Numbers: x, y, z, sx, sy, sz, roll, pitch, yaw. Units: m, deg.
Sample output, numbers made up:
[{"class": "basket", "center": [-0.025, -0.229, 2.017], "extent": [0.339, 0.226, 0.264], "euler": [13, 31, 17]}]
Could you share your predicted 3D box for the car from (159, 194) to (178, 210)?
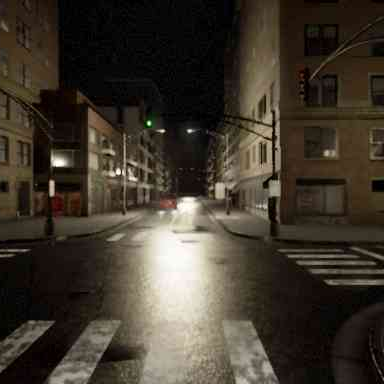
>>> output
[{"class": "car", "center": [-2.931, 1.236, 42.173], "extent": [2.150, 2.045, 5.566], "euler": [0, 0, 0]}]
